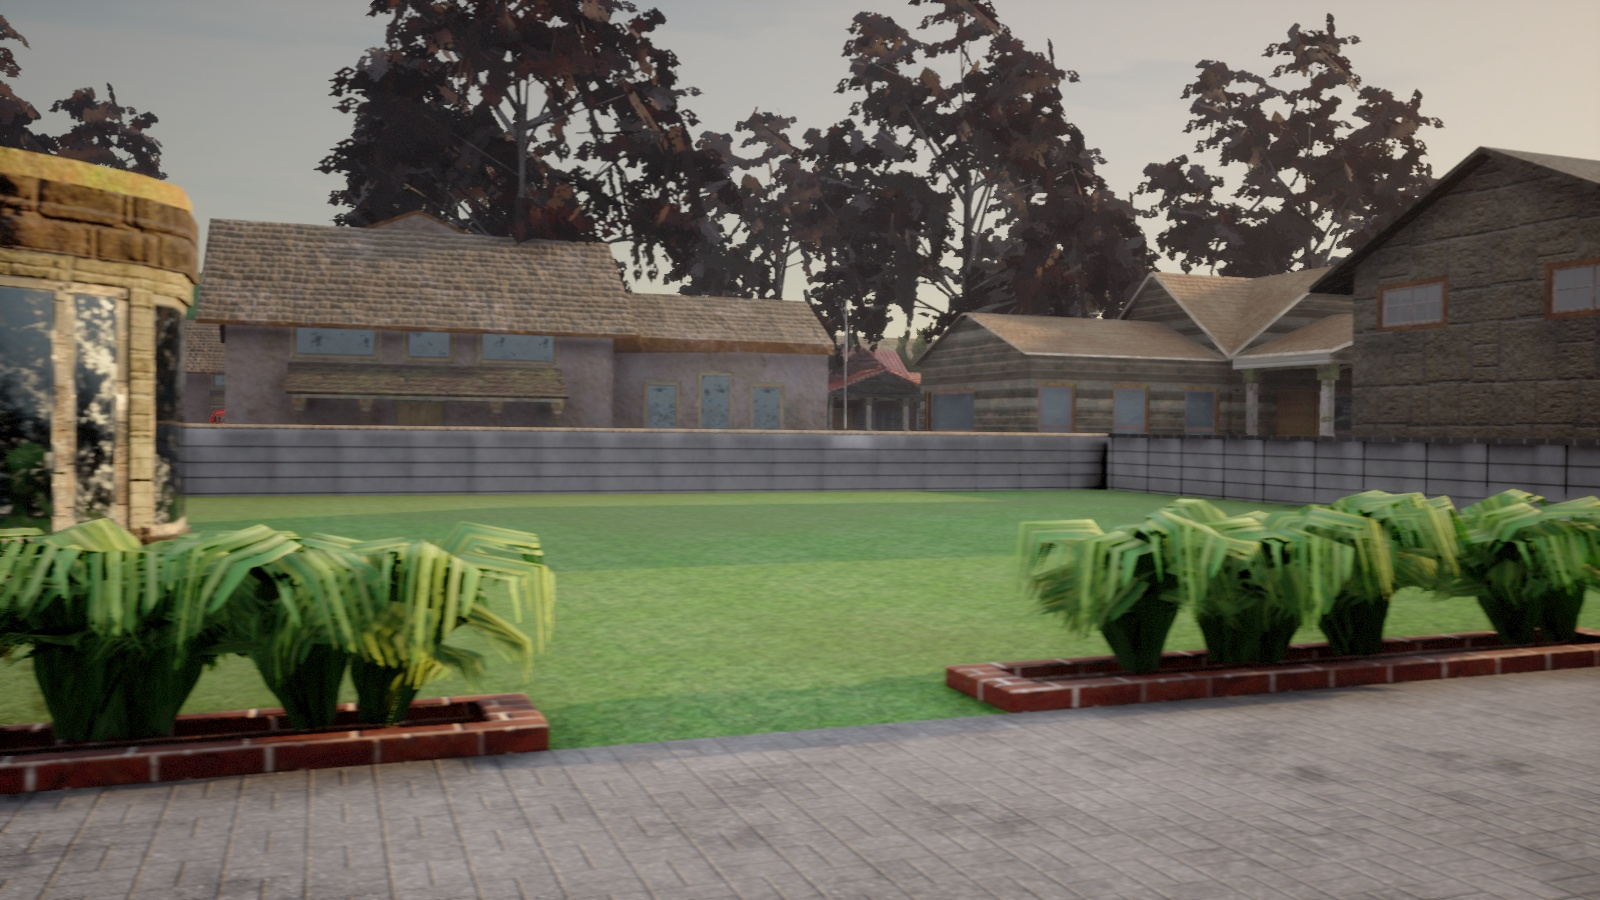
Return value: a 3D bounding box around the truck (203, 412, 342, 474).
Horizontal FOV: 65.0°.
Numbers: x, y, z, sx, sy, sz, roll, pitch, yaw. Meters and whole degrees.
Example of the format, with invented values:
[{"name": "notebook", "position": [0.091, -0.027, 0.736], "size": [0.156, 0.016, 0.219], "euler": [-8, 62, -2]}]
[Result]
[{"name": "truck", "position": [-22.020, -0.307, 52.637], "size": [5.204, 2.467, 2.627], "euler": [-1, 1, -21]}]
